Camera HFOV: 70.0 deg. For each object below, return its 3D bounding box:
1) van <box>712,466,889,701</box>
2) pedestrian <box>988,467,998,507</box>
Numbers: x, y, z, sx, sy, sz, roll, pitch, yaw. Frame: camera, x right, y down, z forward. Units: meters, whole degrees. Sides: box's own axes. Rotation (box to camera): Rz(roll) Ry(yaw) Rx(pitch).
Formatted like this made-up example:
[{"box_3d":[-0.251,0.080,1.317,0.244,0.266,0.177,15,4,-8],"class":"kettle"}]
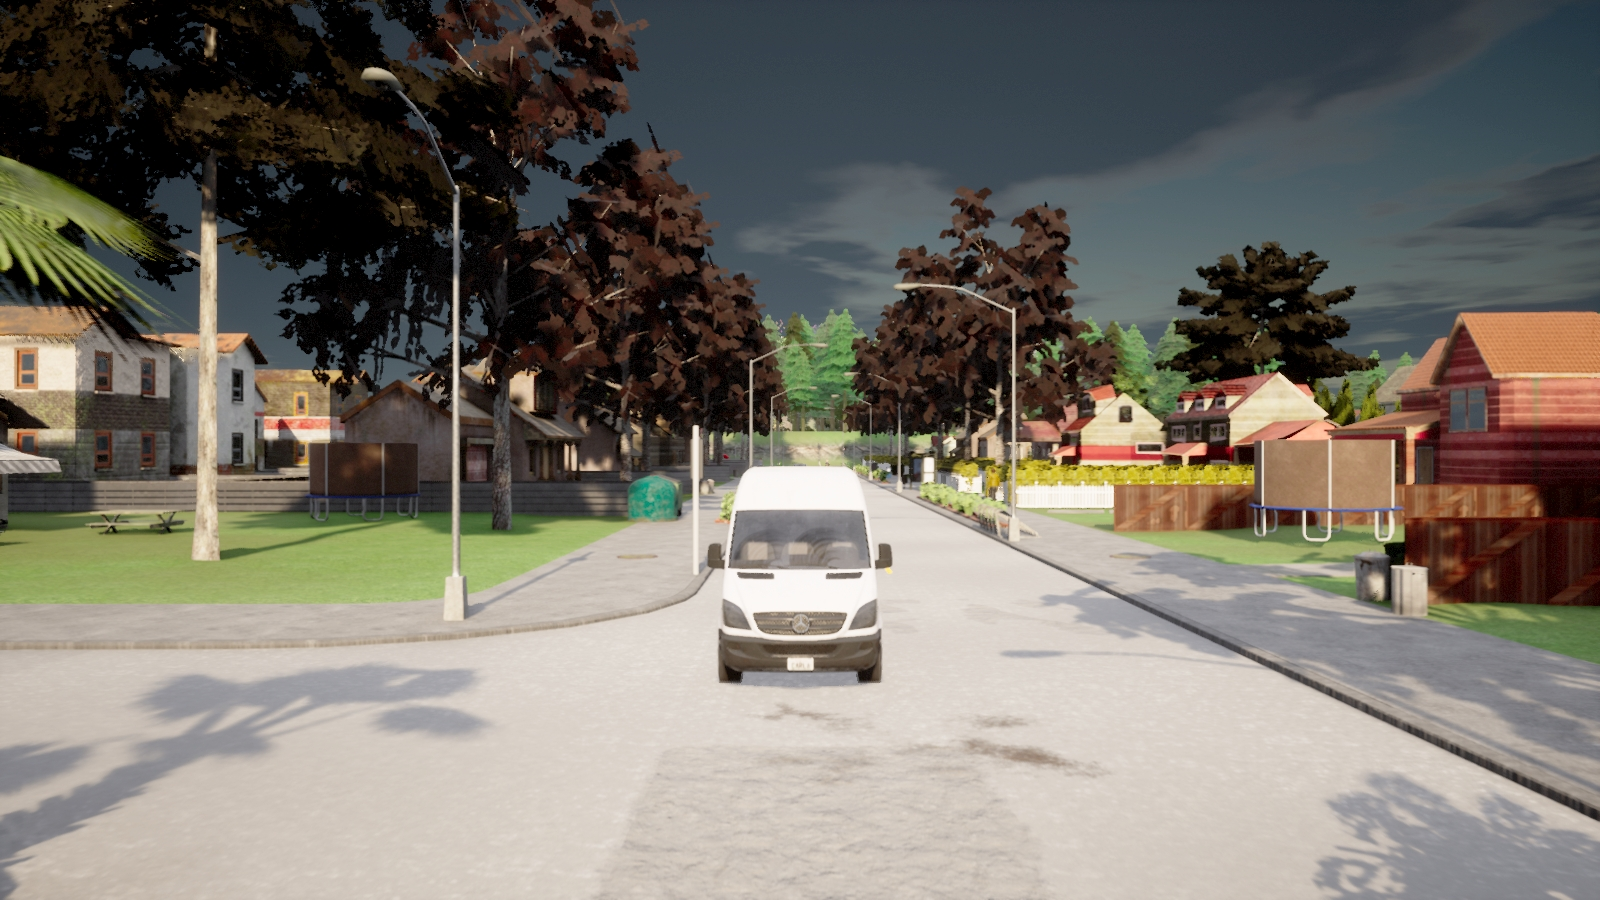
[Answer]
[{"box_3d":[0.003,1.535,15.765,1.988,2.561,5.915,0,0,0],"class":"van"},{"box_3d":[9.058,1.745,53.595,0.375,1.860,0.375,0,0,-11],"class":"pedestrian"}]
